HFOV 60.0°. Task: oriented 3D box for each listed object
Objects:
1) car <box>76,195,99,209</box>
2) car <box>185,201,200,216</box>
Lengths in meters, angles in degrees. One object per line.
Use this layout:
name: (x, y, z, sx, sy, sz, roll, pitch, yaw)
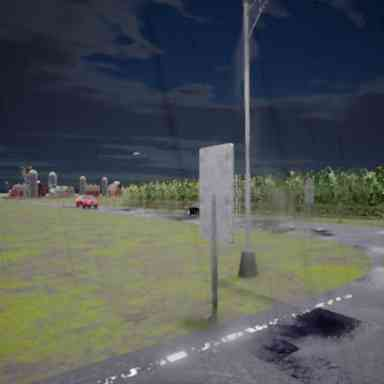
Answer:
car: (-16.374, 1.516, 51.761, 2.150, 2.045, 5.566, 0, 0, -35)
car: (1.287, 1.514, 30.994, 1.882, 1.535, 5.008, 0, 0, -35)
